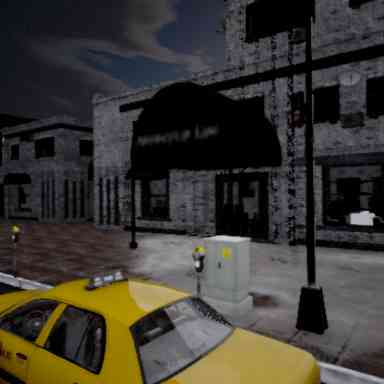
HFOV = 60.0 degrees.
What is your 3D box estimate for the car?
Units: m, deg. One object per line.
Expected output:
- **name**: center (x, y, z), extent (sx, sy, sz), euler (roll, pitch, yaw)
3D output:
- **car**: center (-1.122, 1.545, 3.679), extent (4.829, 1.417, 1.752), euler (0, 0, 35)
